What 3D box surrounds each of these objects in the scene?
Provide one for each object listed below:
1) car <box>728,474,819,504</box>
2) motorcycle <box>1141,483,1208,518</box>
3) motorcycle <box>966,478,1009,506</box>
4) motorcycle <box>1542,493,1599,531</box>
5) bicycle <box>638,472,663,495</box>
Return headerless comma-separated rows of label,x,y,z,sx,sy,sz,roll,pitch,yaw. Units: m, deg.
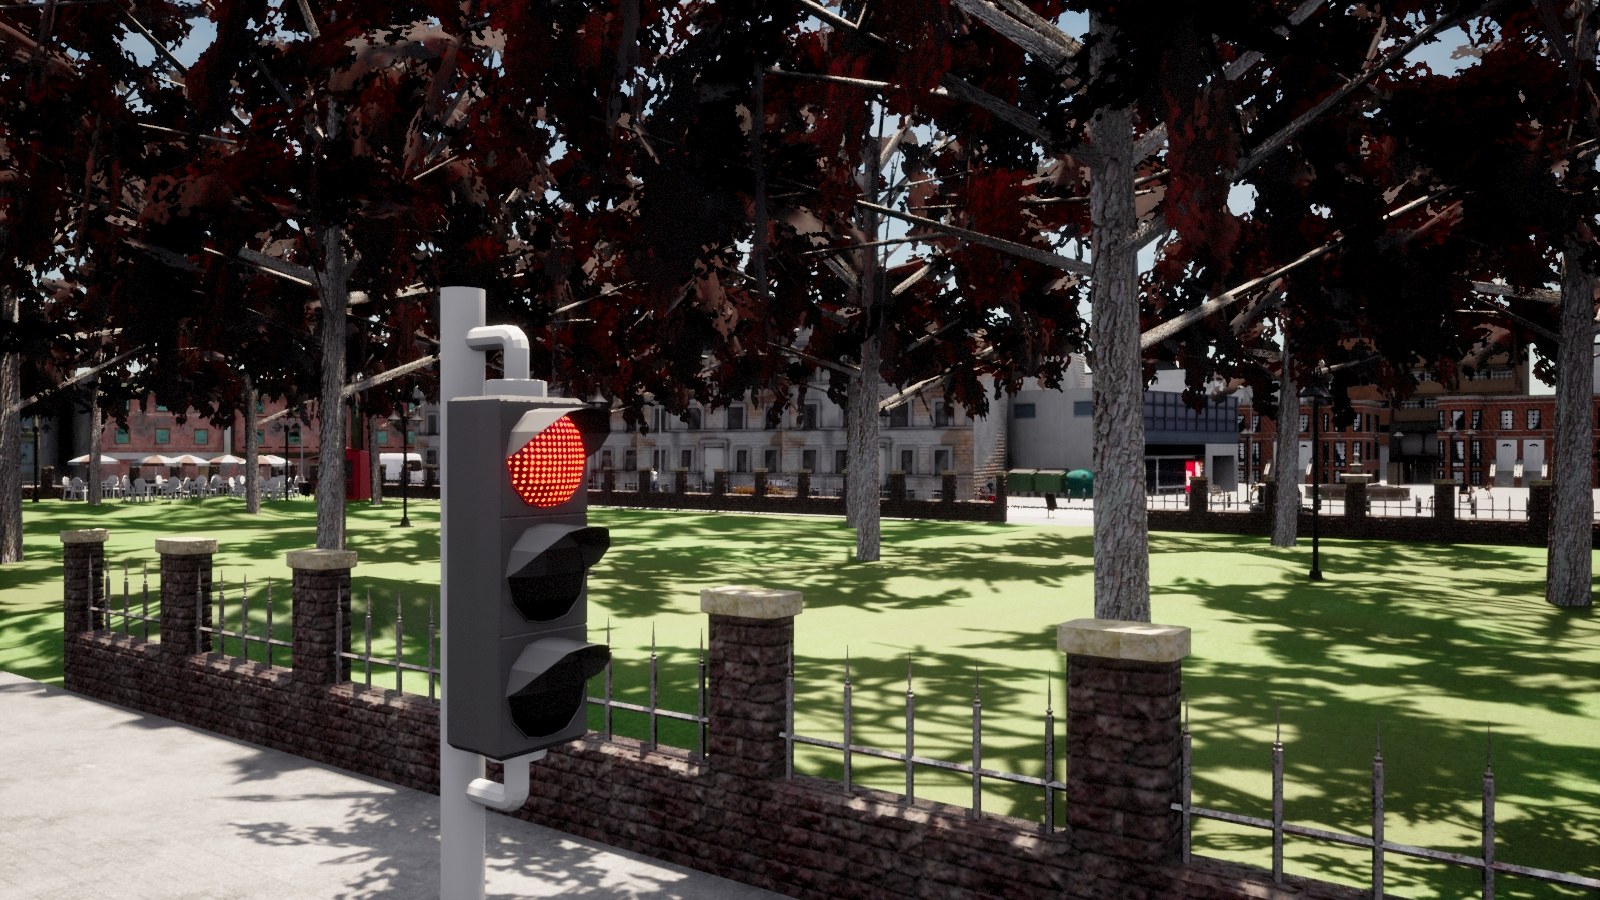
car,-1.328,1.898,56.392,4.181,1.385,1.994,0,0,36
motorcycle,14.656,1.949,44.771,2.356,1.277,0.764,0,0,36
motorcycle,8.831,1.962,53.929,1.805,1.236,0.856,0,0,36
motorcycle,25.286,1.993,37.036,2.033,1.145,0.803,0,0,36
bicycle,-8.746,1.936,66.723,1.643,1.296,0.373,0,0,36
